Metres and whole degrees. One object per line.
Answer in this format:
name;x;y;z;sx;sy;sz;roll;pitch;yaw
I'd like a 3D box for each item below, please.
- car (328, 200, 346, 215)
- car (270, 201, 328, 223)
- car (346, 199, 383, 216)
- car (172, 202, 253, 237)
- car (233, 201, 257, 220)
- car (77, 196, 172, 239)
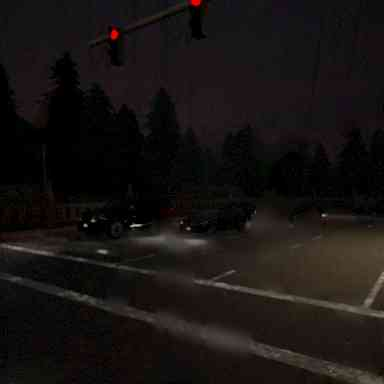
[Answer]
car;14.631;1.536;33.895;4.181;1.385;1.994;0;0;-26
car;8.023;1.462;25.457;5.008;1.535;1.882;0;0;-40
car;17.364;1.437;31.365;5.008;1.535;1.882;0;0;-24
car;1.271;1.524;18.226;1.812;1.442;4.674;0;0;39
car;3.085;1.506;25.468;1.837;1.490;4.892;0;0;44
car;-3.375;1.235;17.994;2.150;2.045;5.566;0;0;38
